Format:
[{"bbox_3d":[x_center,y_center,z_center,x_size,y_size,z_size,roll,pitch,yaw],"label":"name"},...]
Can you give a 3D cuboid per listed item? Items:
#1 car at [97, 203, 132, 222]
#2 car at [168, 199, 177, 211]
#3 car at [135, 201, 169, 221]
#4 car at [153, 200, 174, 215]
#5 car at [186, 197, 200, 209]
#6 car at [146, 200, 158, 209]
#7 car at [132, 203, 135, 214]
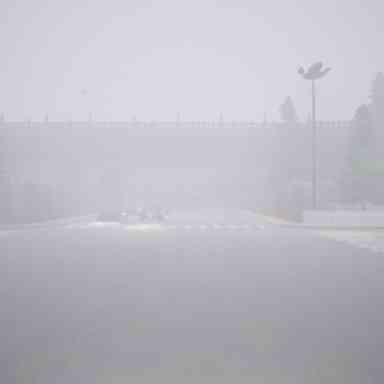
[{"bbox_3d":[-7.122,1.907,30.092,1.994,1.385,4.181,0,-1,1],"label":"car"},{"bbox_3d":[-3.543,2.155,48.759,1.895,1.301,4.718,0,-1,0],"label":"car"},{"bbox_3d":[-3.580,1.840,30.616,2.128,1.511,4.902,0,-1,0],"label":"car"},{"bbox_3d":[-3.568,2.013,39.503,1.994,1.385,4.181,0,-1,1],"label":"car"},{"bbox_3d":[0.103,1.867,56.916,2.150,2.045,5.566,0,-1,0],"label":"car"},{"bbox_3d":[-7.209,2.203,59.686,1.812,1.442,4.674,0,-1,-3],"label":"car"},{"bbox_3d":[-7.076,1.995,39.330,2.033,1.411,5.357,0,-1,0],"label":"car"}]
